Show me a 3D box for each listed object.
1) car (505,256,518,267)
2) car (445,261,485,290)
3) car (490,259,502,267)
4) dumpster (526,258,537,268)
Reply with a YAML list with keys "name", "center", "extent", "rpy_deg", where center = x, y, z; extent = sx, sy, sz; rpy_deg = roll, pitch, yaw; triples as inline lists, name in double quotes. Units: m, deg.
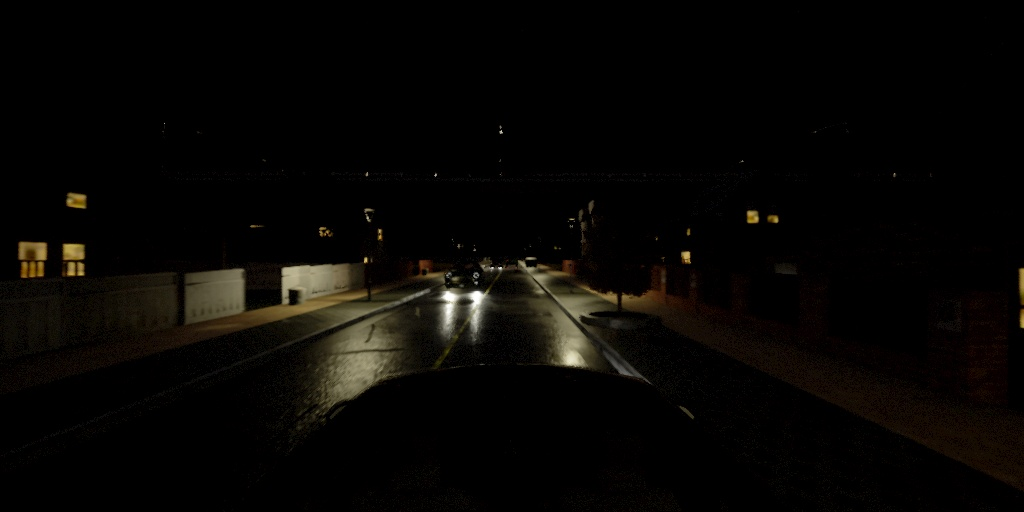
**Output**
- name: "car"
  center: [-0.035, 0.977, 64.433]
  extent: [2.150, 2.045, 5.566]
  rpy_deg: [0, 0, 0]
- name: "car"
  center: [-2.858, 1.108, 22.610]
  extent: [2.097, 1.767, 4.553]
  rpy_deg: [0, 0, 0]
- name: "car"
  center: [-2.807, 1.255, 64.378]
  extent: [1.837, 1.490, 4.892]
  rpy_deg: [0, 0, 0]
- name: "dumpster"
  center: [2.979, 1.145, 56.121]
  extent: [1.020, 1.700, 1.940]
  rpy_deg: [0, 0, 0]
